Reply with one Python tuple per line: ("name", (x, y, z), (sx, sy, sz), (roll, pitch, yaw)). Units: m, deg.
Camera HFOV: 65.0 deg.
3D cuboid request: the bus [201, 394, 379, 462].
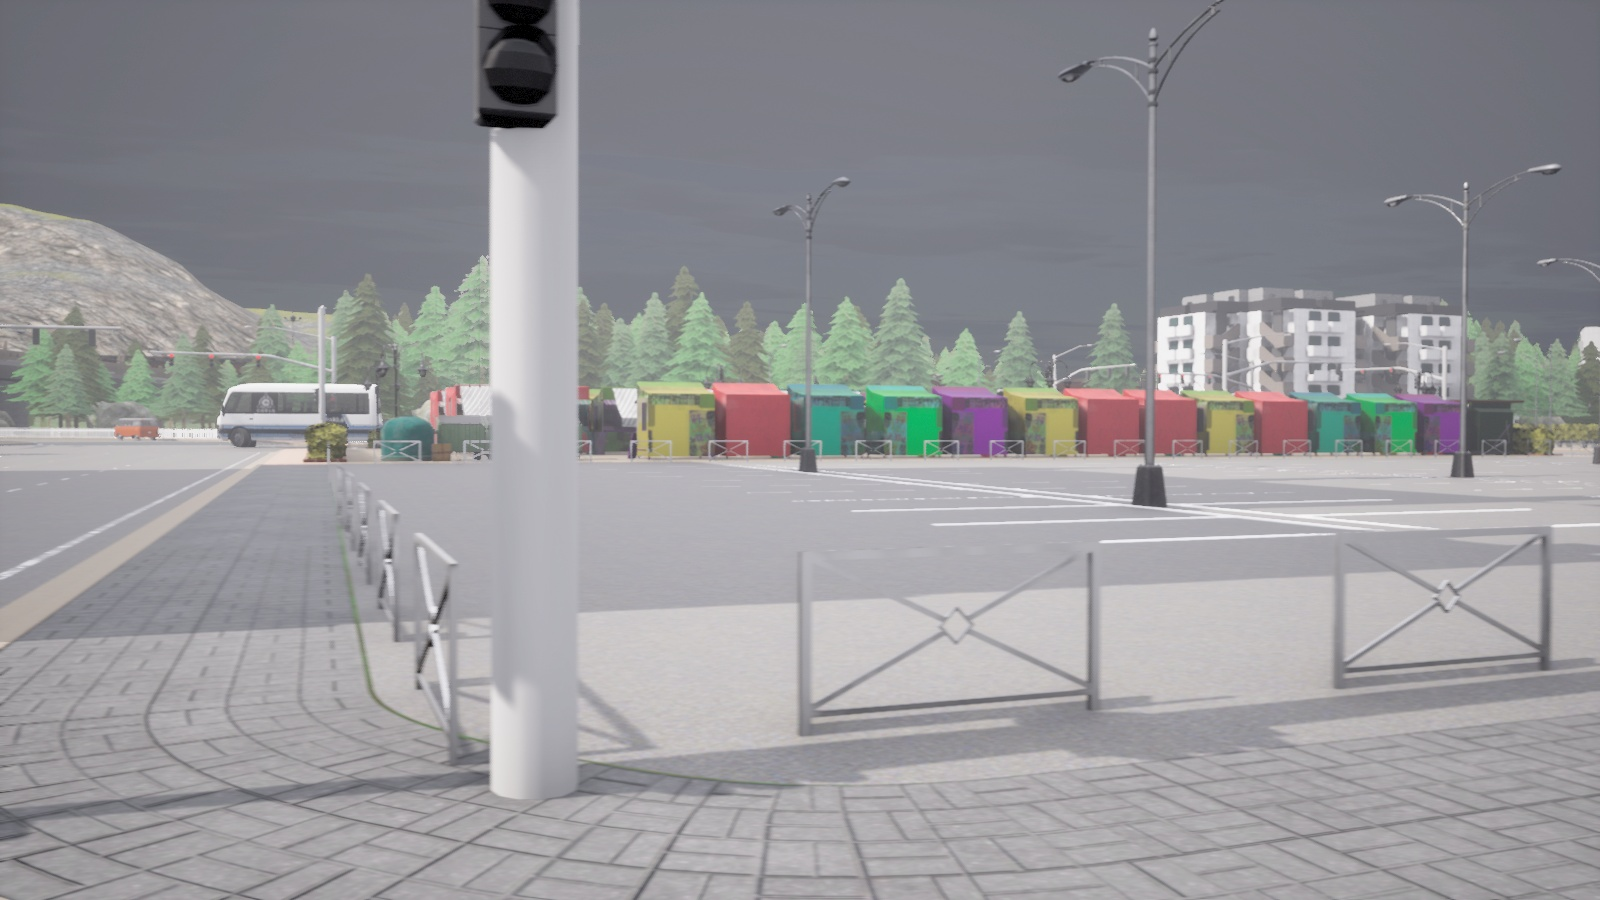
("bus", (-33.699, -1.542, 83.472), (10.273, 4.253, 3.944), (-1, 3, -11))
